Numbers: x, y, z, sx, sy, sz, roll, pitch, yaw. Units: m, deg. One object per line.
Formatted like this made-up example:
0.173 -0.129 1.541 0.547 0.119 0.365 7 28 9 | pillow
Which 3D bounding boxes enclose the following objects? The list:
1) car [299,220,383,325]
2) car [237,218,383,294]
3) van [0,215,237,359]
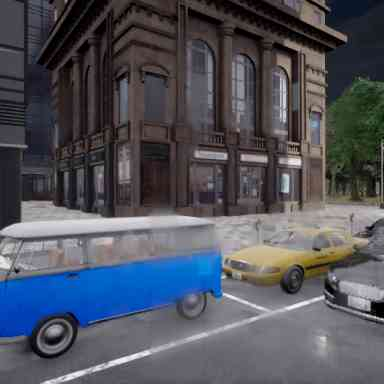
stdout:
4.632 1.491 6.670 4.902 1.511 2.128 0 0 -35 | car
2.954 1.525 8.750 4.829 1.417 1.752 0 0 -35 | car
-1.337 1.341 5.695 3.998 1.788 1.690 0 0 -35 | van
